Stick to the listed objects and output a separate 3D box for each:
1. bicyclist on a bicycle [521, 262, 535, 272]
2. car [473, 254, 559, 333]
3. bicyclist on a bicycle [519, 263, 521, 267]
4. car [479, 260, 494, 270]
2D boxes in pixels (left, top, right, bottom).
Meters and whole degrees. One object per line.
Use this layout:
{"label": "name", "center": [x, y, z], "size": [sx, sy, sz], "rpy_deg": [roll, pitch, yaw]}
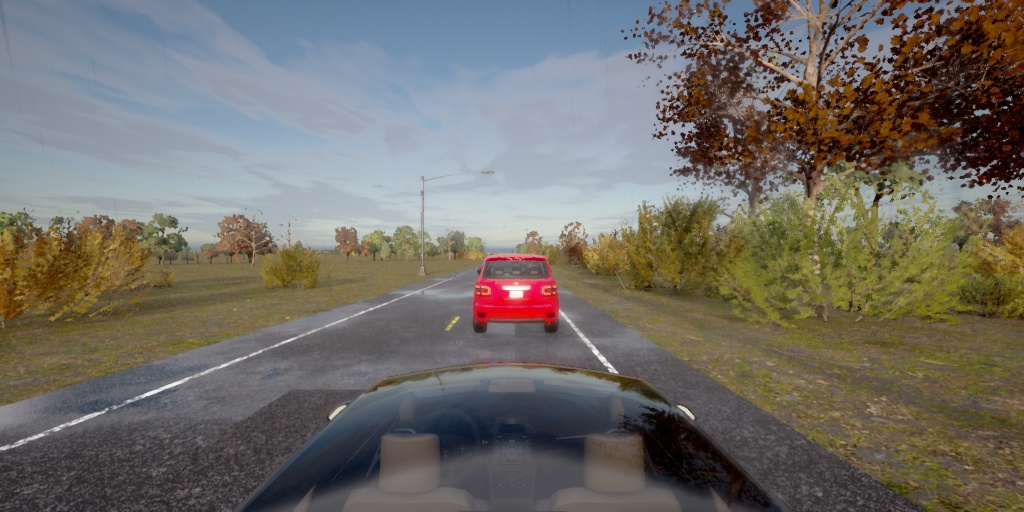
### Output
{"label": "bicyclist on a bicycle", "center": [0.938, 1.113, 18.570], "size": [0.659, 1.776, 1.843], "rpy_deg": [0, 0, 0]}
{"label": "car", "center": [0.089, 0.968, 10.864], "size": [2.150, 2.045, 5.566], "rpy_deg": [0, 0, 0]}
{"label": "bicyclist on a bicycle", "center": [0.895, 1.109, 28.583], "size": [0.659, 1.776, 1.843], "rpy_deg": [0, 0, 0]}
{"label": "car", "center": [-3.871, 1.280, 54.823], "size": [2.033, 1.411, 5.357], "rpy_deg": [0, 0, -1]}
